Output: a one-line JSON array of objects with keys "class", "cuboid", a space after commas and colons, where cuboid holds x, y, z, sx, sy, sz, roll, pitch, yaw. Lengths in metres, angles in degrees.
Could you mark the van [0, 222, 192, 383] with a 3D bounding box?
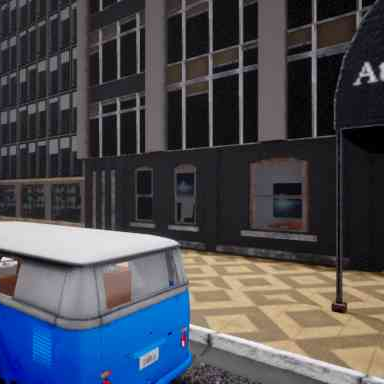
[{"class": "van", "cuboid": [-1.912, 1.341, 4.233, 3.998, 1.788, 1.690, 0, 0, 35]}]
